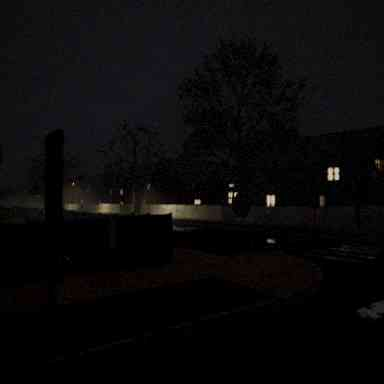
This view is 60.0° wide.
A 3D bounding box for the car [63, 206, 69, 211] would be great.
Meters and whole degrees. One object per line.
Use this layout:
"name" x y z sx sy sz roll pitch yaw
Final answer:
"car" -18.787 2.697 46.938 2.033 1.411 5.357 1 -2 -35
